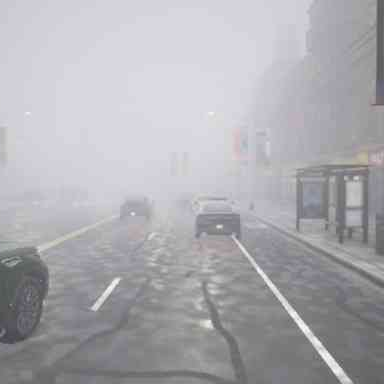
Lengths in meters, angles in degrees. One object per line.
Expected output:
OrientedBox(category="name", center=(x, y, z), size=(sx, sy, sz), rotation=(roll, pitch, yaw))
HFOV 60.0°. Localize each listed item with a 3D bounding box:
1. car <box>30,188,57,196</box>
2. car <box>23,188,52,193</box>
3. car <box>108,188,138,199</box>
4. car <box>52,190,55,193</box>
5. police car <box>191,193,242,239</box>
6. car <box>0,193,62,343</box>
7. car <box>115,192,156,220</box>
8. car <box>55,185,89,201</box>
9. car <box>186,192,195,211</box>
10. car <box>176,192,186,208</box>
OrientedBox(category="car", center=(-29.262, -0.089, 65.607), size=(4.674, 1.452, 2.002), rotation=(1, 1, 20))
OrientedBox(category="car", center=(-21.381, 0.398, 45.140), size=(4.892, 1.490, 1.837), rotation=(1, 1, 40))
OrientedBox(category="car", center=(-10.798, 0.262, 50.102), size=(2.128, 1.511, 4.902), rotation=(-1, 2, -43))
OrientedBox(category="car", center=(-22.567, 0.093, 59.280), size=(5.357, 1.411, 2.033), rotation=(1, 2, 27))
OrientedBox(category="police car", center=(1.048, 1.050, 15.196), size=(1.930, 1.638, 5.238), rotation=(0, 1, 0))
OrientedBox(category="car", center=(-3.401, 1.143, 3.029), size=(2.150, 2.045, 5.566), rotation=(0, 1, 0))
OrientedBox(category="car", center=(-3.539, 0.965, 21.925), size=(1.837, 1.490, 4.892), rotation=(0, 1, -2))
OrientedBox(category="car", center=(-15.833, 0.129, 44.566), size=(2.150, 2.045, 5.566), rotation=(-1, 1, -43))
OrientedBox(category="car", center=(0.871, 0.821, 25.816), size=(1.801, 1.575, 5.366), rotation=(0, 1, -5))
OrientedBox(category="car", center=(-0.300, 0.726, 32.559), size=(1.812, 1.442, 4.674), rotation=(0, 1, -14))
